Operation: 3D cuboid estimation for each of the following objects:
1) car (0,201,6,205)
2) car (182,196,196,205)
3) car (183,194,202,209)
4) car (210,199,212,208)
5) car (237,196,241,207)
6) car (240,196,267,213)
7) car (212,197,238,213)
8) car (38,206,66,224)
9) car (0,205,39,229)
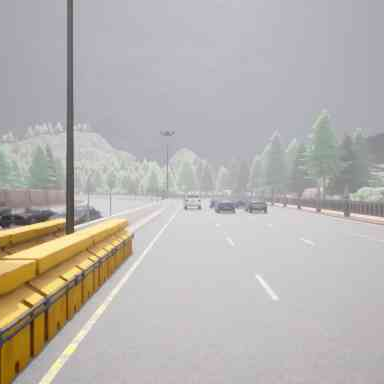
[{"bbox_3d":[-13.991,1.349,22.079,2.097,1.767,4.553,0,0,0],"label":"car"},{"bbox_3d":[-0.521,1.491,58.734,2.128,1.511,4.902,0,0,-5],"label":"car"},{"bbox_3d":[0.103,1.221,44.315,2.150,2.045,5.566,0,0,0],"label":"car"},{"bbox_3d":[3.530,1.478,47.477,1.882,1.535,5.008,0,0,0],"label":"car"},{"bbox_3d":[7.021,1.352,46.943,2.097,1.767,4.553,0,0,0],"label":"car"},{"bbox_3d":[7.078,1.492,37.043,2.128,1.511,4.902,0,0,0],"label":"car"},{"bbox_3d":[3.610,1.478,37.004,1.882,1.535,5.008,0,0,0],"label":"car"},{"bbox_3d":[-7.006,1.548,20.345,2.033,1.411,5.357,0,0,0],"label":"car"},{"bbox_3d":[-10.494,1.601,21.692,1.895,1.301,4.718,0,0,0],"label":"car"}]
